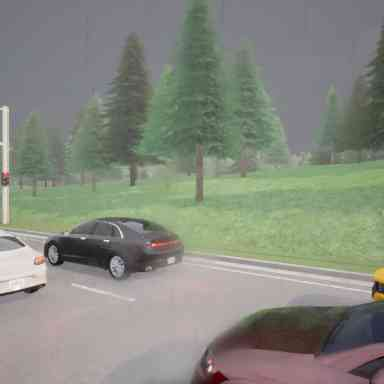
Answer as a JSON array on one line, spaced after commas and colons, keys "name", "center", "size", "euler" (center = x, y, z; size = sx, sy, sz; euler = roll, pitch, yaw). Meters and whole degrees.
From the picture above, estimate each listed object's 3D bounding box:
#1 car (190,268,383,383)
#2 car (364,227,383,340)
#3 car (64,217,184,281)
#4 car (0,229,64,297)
[{"name": "car", "center": [2.027, 1.564, 2.546], "size": [4.181, 1.385, 1.994], "euler": [0, 0, 35]}, {"name": "car", "center": [5.279, 1.478, 4.523], "size": [5.008, 1.535, 1.882], "euler": [0, 0, 36]}, {"name": "car", "center": [-2.492, 1.505, 9.958], "size": [4.892, 1.490, 1.837], "euler": [0, 0, 36]}, {"name": "car", "center": [-5.125, 1.526, 7.548], "size": [4.674, 1.442, 1.812], "euler": [0, 0, 36]}]
